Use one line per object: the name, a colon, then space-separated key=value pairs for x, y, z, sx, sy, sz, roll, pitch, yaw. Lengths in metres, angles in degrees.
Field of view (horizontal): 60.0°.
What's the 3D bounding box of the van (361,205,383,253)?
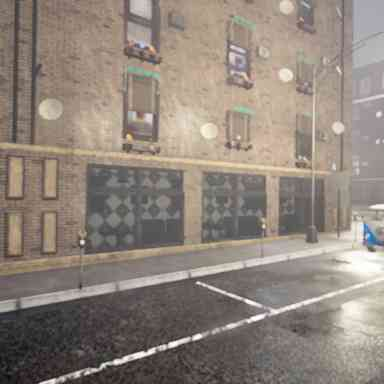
van: x=7.899 y=1.334 z=12.281 sx=3.998 sy=1.788 sz=1.690 roll=0 pitch=1 yaw=-35
